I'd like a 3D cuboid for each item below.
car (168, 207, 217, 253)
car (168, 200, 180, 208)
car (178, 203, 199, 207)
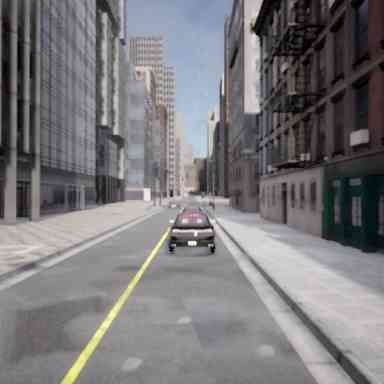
[{"bbox_3d":[0.013,1.630,14.284,2.128,1.511,4.902,0,0,0],"label":"car"},{"bbox_3d":[-2.967,2.087,56.358,1.812,1.442,4.674,0,-1,0],"label":"car"},{"bbox_3d":[0.026,1.847,29.285,1.994,1.385,4.181,0,-1,0],"label":"car"}]
